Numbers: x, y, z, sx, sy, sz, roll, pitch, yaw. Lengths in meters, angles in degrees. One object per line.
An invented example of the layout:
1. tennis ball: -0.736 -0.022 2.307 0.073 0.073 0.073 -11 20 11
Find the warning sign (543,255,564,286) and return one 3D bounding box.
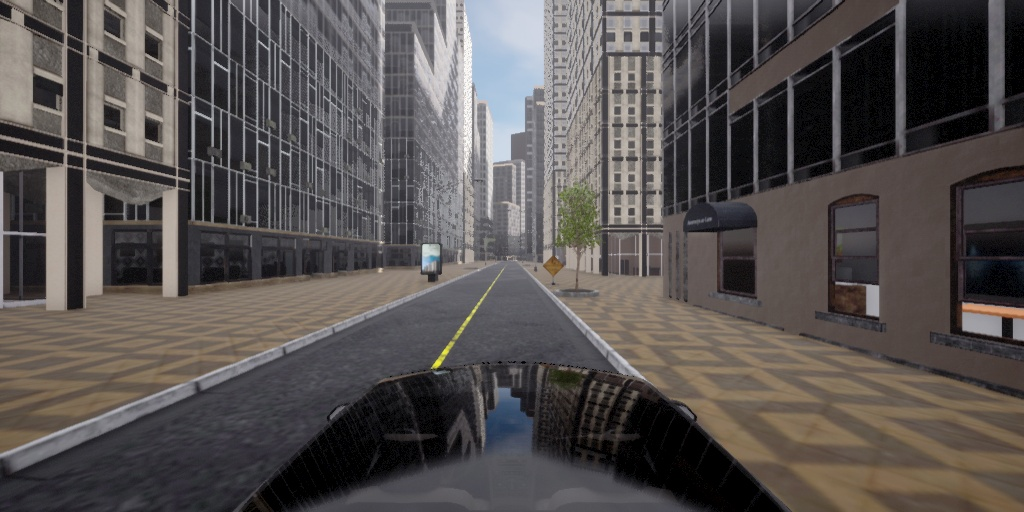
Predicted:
1. warning sign: 2.517 0.887 21.889 1.300 1.860 1.060 0 0 0
